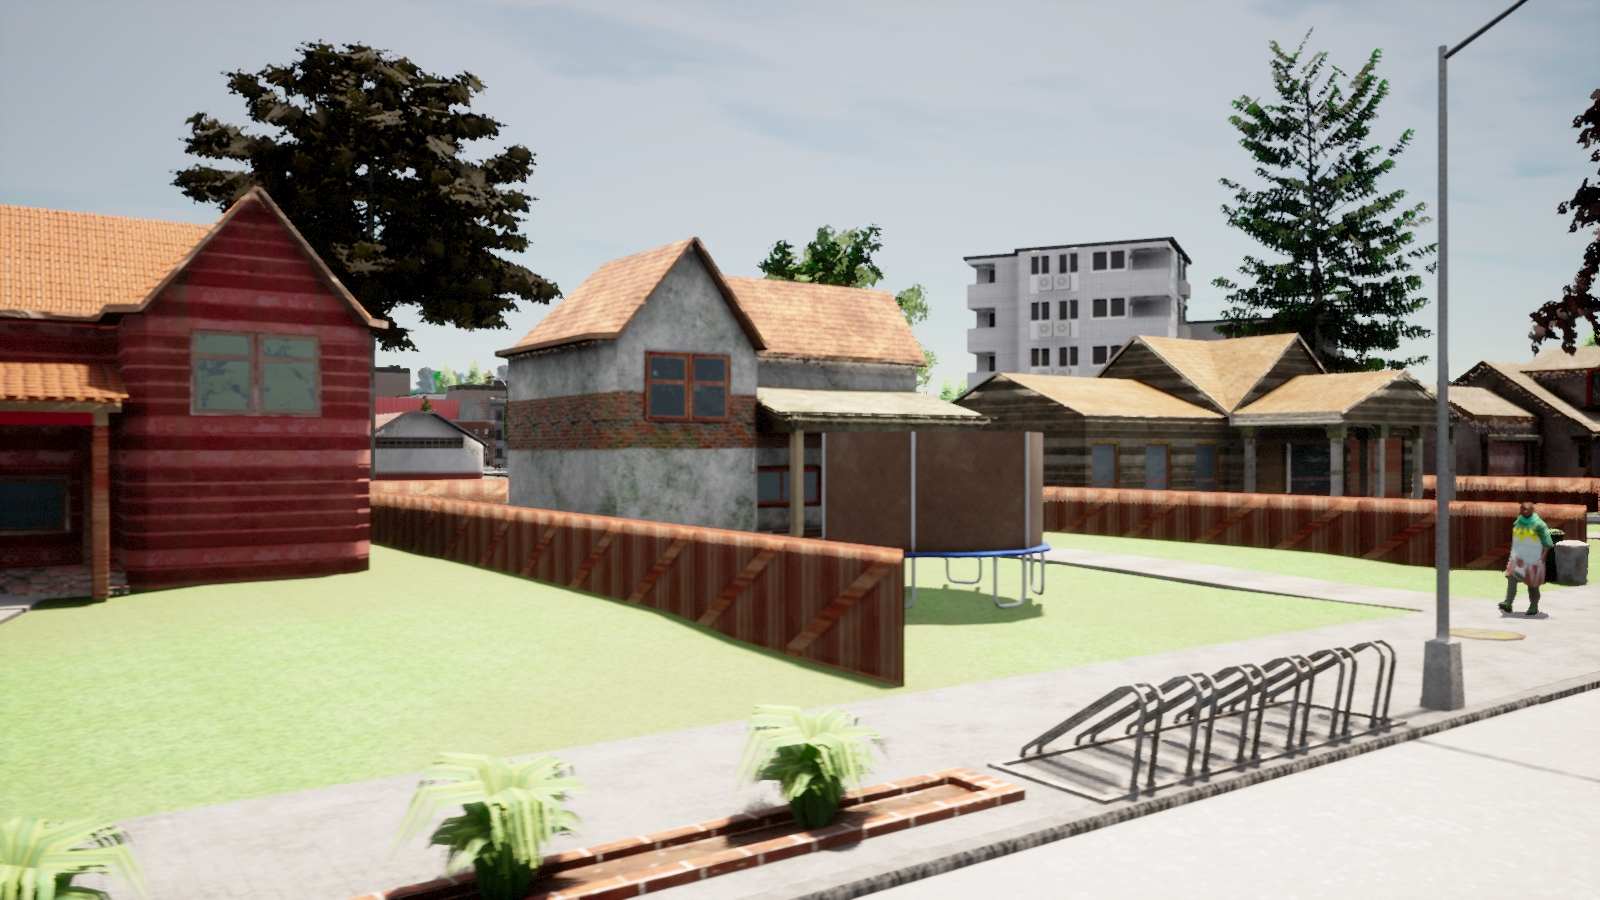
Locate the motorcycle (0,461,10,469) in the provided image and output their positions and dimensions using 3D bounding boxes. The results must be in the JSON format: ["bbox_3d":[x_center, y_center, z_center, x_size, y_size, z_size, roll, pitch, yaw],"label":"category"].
[{"bbox_3d":[-116.597,2.179,166.869,2.033,1.199,0.803,1,-1,-35],"label":"motorcycle"}]

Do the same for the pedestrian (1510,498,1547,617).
[{"bbox_3d":[11.770,1.723,18.463,0.375,1.860,0.375,0,0,-30],"label":"pedestrian"}]
